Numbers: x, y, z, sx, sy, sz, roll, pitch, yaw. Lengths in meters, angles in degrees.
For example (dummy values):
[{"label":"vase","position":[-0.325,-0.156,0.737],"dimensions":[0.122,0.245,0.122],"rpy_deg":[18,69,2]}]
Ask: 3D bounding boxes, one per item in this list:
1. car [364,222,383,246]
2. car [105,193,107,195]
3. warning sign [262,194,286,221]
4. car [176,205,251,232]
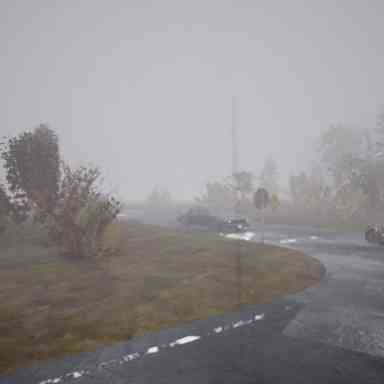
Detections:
[{"label":"car","position":[8.653,1.505,12.601],"dimensions":[1.994,1.385,4.181],"rpy_deg":[0,0,-13]},{"label":"car","position":[-12.962,1.196,45.381],"dimensions":[2.150,2.045,5.566],"rpy_deg":[0,0,-34]},{"label":"warning sign","position":[5.792,1.059,23.573],"dimensions":[1.300,1.860,1.060],"rpy_deg":[0,0,-35]},{"label":"car","position":[1.082,1.498,20.272],"dimensions":[2.033,1.411,5.357],"rpy_deg":[0,0,-35]}]
